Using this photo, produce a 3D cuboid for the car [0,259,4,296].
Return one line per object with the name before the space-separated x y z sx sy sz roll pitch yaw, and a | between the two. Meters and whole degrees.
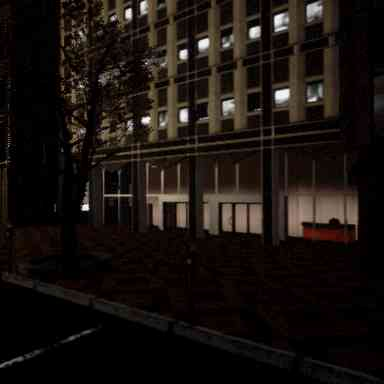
car | -5.700 1.542 6.947 4.507 1.381 1.887 0 0 35
